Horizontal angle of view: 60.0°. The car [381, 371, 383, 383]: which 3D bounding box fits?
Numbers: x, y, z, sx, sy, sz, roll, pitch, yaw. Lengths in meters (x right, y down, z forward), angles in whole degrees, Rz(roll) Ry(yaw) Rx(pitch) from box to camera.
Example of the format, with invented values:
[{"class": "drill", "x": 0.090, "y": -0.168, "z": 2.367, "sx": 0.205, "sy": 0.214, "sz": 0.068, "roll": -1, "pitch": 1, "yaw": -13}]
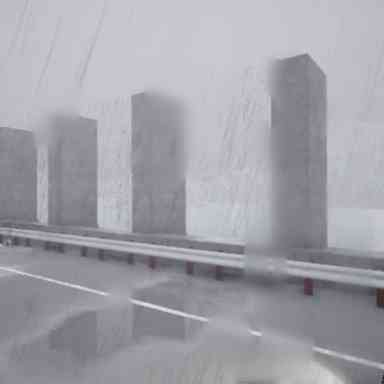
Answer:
[{"class": "car", "x": 3.226, "y": 1.553, "z": 1.665, "sx": 4.181, "sy": 1.385, "sz": 1.994, "roll": 0, "pitch": 0, "yaw": 36}]
